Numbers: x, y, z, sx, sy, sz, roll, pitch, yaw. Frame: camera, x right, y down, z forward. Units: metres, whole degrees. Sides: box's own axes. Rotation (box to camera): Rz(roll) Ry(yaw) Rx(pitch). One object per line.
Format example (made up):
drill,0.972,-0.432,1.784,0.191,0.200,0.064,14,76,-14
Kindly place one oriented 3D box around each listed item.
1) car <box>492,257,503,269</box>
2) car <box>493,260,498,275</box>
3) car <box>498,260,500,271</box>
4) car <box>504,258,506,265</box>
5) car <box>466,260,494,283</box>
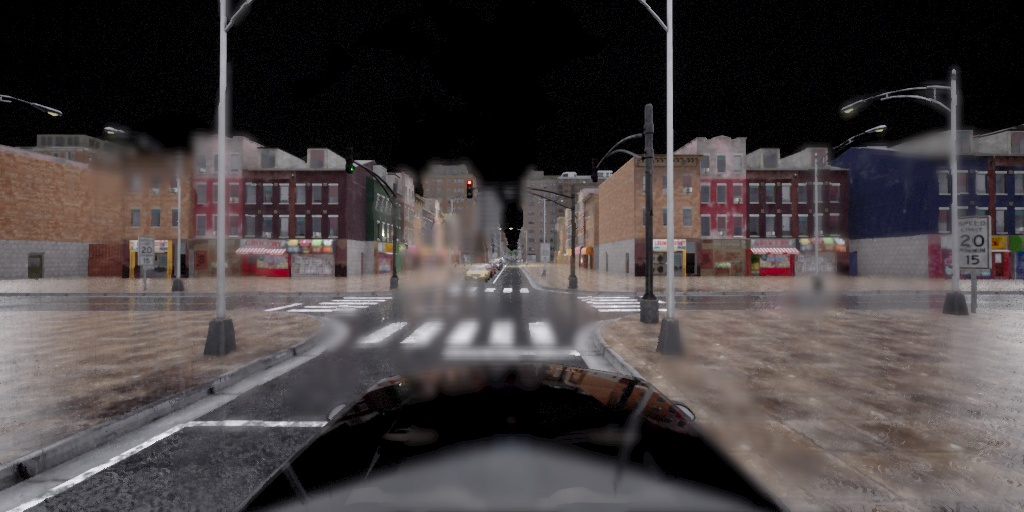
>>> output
car,-2.636,1.250,51.265,1.967,1.591,4.097,0,0,0
car,-2.636,1.320,34.450,1.888,1.381,4.507,0,0,0
car,-2.636,1.367,40.055,1.802,1.307,4.207,0,0,0
car,-2.637,1.154,62.476,2.192,1.841,5.009,0,0,0
car,-2.636,1.292,28.675,1.751,1.417,4.829,0,0,0
